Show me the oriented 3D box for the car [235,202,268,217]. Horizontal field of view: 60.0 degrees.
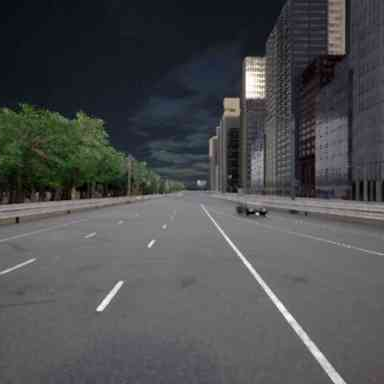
[{"bbox_3d":[5.470,1.627,31.395,1.895,1.301,4.718,0,0,-7],"label":"car"}]
